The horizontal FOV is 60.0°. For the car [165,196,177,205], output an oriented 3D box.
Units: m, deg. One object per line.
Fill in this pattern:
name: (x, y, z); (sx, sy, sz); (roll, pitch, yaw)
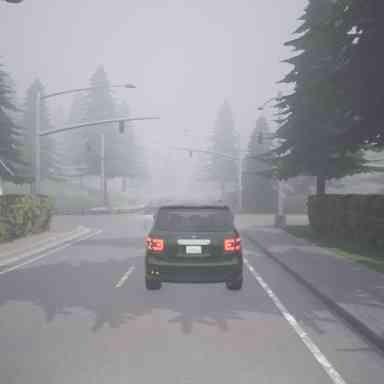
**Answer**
car: (-3.758, 1.493, 60.030); (2.128, 1.511, 4.902); (0, 0, -2)

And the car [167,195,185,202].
car: (-3.625, 1.524, 74.147); (1.812, 1.442, 4.674); (0, 0, -35)

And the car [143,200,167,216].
car: (-3.637, 1.557, 33.698); (1.994, 1.385, 4.181); (0, 0, 0)

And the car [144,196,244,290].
car: (0.052, 1.221, 9.197); (2.150, 2.045, 5.566); (0, 0, 0)

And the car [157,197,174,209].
car: (-3.652, 1.488, 46.769); (2.128, 1.511, 4.902); (0, 0, 0)
